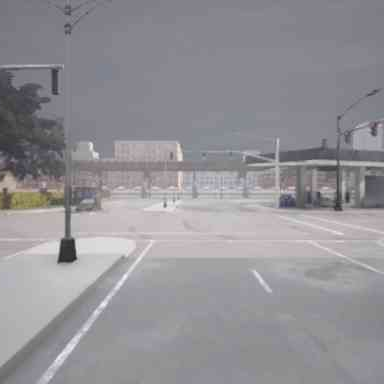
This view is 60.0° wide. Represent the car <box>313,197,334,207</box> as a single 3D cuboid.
[{"bbox_3d":[18.952,1.433,48.172,1.970,1.475,3.806,0,0,0],"label":"car"}]

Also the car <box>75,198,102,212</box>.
[{"bbox_3d":[-11.520,1.476,37.607,1.812,1.442,4.674,0,1,1],"label":"car"}]

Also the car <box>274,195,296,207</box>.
[{"bbox_3d":[13.207,1.265,47.410,2.242,1.667,4.611,0,0,0],"label":"car"}]
